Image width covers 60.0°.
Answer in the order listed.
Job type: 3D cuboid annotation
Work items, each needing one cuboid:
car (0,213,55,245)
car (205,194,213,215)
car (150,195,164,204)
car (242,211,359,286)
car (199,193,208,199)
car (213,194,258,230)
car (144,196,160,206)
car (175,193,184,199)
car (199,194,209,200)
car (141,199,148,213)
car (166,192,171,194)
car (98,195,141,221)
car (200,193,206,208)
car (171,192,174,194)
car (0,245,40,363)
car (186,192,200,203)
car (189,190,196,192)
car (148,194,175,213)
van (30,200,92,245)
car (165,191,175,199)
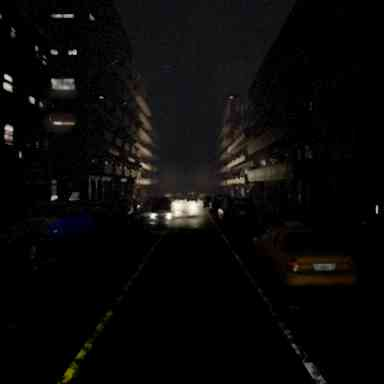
[{"bbox_3d":[-5.663,1.496,8.905,2.008,1.369,4.403,-1,0,0],"label":"car"},{"bbox_3d":[2.694,1.126,31.278,2.192,1.841,5.009,-1,0,0],"label":"car"},{"bbox_3d":[-5.669,1.258,53.721,1.802,1.307,4.206,-1,0,0],"label":"car"},{"bbox_3d":[2.684,1.470,9.042,1.752,1.417,4.829,-1,0,0],"label":"car"},{"bbox_3d":[2.726,0.951,81.697,1.967,1.590,4.097,-1,0,0],"label":"car"},{"bbox_3d":[2.688,1.193,20.074,2.192,1.841,5.009,-1,0,0],"label":"car"},{"bbox_3d":[-5.672,1.292,48.119,1.802,1.307,4.206,-1,0,0],"label":"car"},{"bbox_3d":[-2.955,0.985,76.467,1.994,1.385,4.181,0,0,0],"label":"car"},{"bbox_3d":[2.724,1.110,76.095,1.947,1.339,4.313,-1,0,0],"label":"car"},{"bbox_3d":[-5.690,1.361,31.314,2.008,1.369,4.403,-1,0,0],"label":"car"},{"bbox_3d":[-5.662,1.160,64.925,2.008,1.369,4.403,-1,0,0],"label":"car"},{"bbox_3d":[-5.679,1.159,25.710,2.192,1.841,5.009,-1,0,0],"label":"car"},{"bbox_3d":[2.384,1.223,42.115,1.882,1.535,5.008,0,0,0],"label":"car"},{"bbox_3d":[-5.656,1.094,76.129,2.008,1.369,4.403,-1,0,0],"label":"car"},{"bbox_3d":[-3.095,1.534,2.169,2.033,1.411,5.357,0,0,0],"label":"car"},{"bbox_3d":[0.035,1.163,60.304,1.812,1.442,4.674,0,0,0],"label":"car"},{"bbox_3d":[0.045,0.633,77.698,2.150,2.045,5.566,0,0,0],"label":"car"},{"bbox_3d":[-3.076,1.268,34.594,1.882,1.535,5.008,0,0,0],"label":"car"},{"bbox_3d":[-5.662,1.252,14.506,1.690,1.788,3.998,-1,0,0],"label":"van"},{"bbox_3d":[-5.652,0.792,87.332,2.192,1.841,5.009,-1,0,0],"label":"car"}]
